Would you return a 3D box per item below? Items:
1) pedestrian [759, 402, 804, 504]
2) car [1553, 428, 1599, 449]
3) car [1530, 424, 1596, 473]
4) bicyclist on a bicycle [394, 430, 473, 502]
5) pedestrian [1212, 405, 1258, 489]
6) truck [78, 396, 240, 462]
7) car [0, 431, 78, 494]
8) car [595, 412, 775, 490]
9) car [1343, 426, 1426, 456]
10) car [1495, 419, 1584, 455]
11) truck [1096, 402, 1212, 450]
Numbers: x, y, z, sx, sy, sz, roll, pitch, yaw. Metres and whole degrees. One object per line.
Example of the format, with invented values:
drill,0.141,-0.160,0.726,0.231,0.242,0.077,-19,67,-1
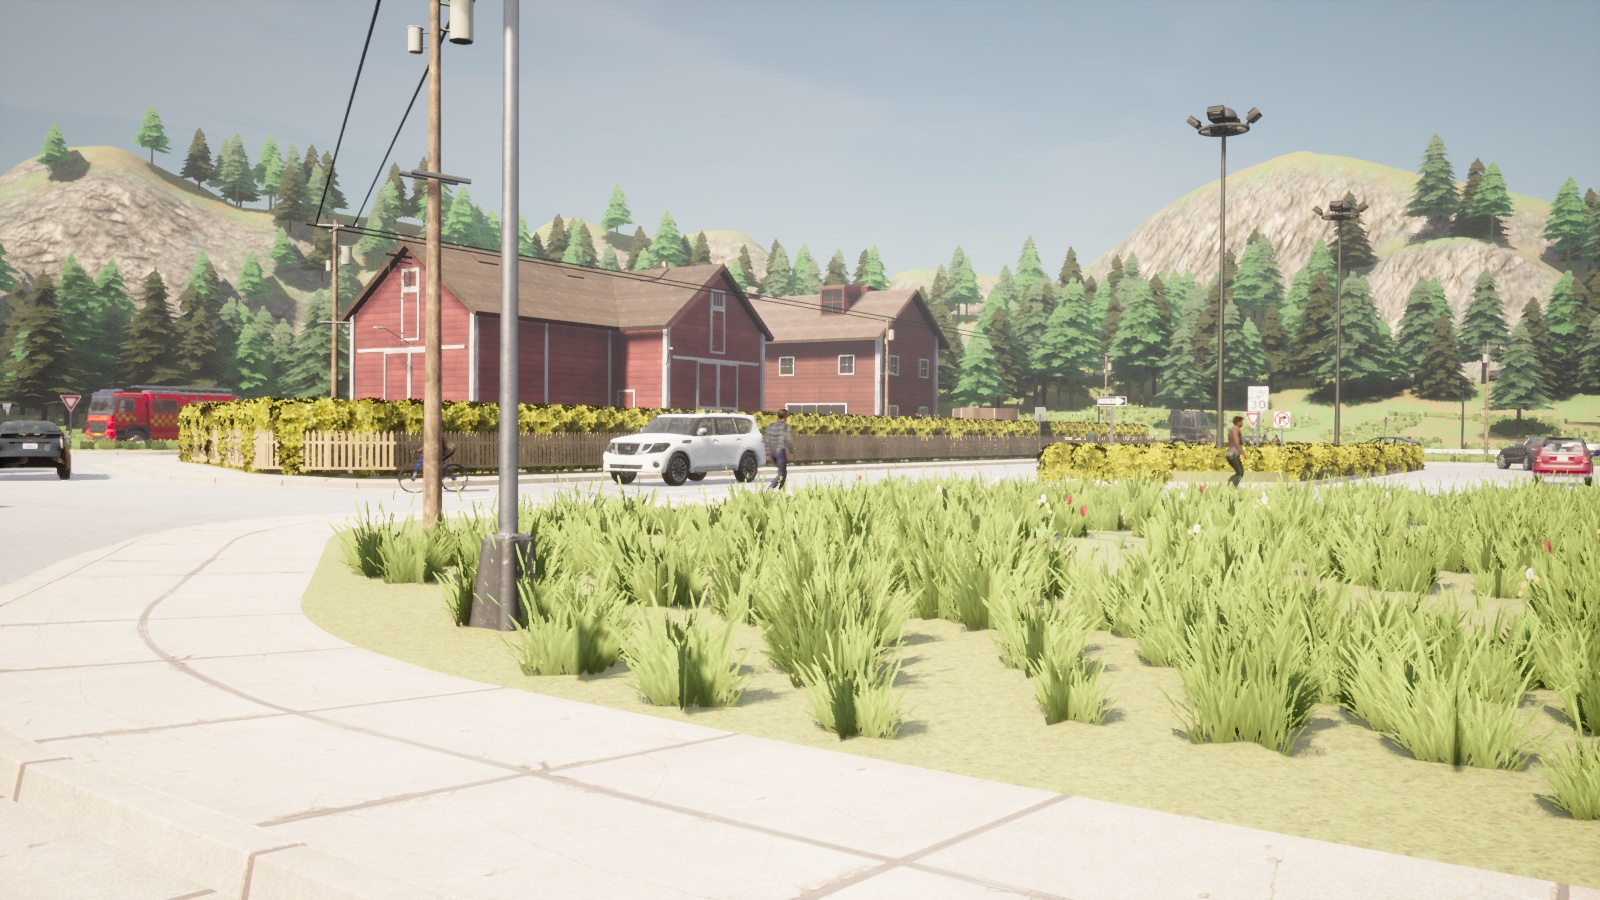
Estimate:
pedestrian,-0.358,0.056,24.464,0.788,1.949,0.423,-1,1,-45
car,50.155,-0.701,79.009,4.718,1.301,1.895,0,1,34
car,25.324,-0.088,41.629,1.789,1.549,3.705,0,1,33
bicyclist on a bicycle,-8.550,0.360,29.315,1.656,1.620,0.582,-2,1,-35
pedestrian,9.352,-0.067,27.026,0.869,1.805,0.328,0,1,4
truck,-39.191,-1.271,77.113,2.891,3.827,8.468,0,1,34
car,-20.277,0.284,33.006,2.007,1.525,4.514,-1,1,-33
car,-3.179,-0.013,36.058,2.150,2.045,5.566,0,1,33
car,31.635,-0.505,68.009,1.789,1.549,3.705,-1,1,-43
car,35.236,-0.628,59.979,2.152,1.651,5.027,0,1,11
truck,26.601,-1.782,94.525,7.936,3.462,2.891,0,1,33
